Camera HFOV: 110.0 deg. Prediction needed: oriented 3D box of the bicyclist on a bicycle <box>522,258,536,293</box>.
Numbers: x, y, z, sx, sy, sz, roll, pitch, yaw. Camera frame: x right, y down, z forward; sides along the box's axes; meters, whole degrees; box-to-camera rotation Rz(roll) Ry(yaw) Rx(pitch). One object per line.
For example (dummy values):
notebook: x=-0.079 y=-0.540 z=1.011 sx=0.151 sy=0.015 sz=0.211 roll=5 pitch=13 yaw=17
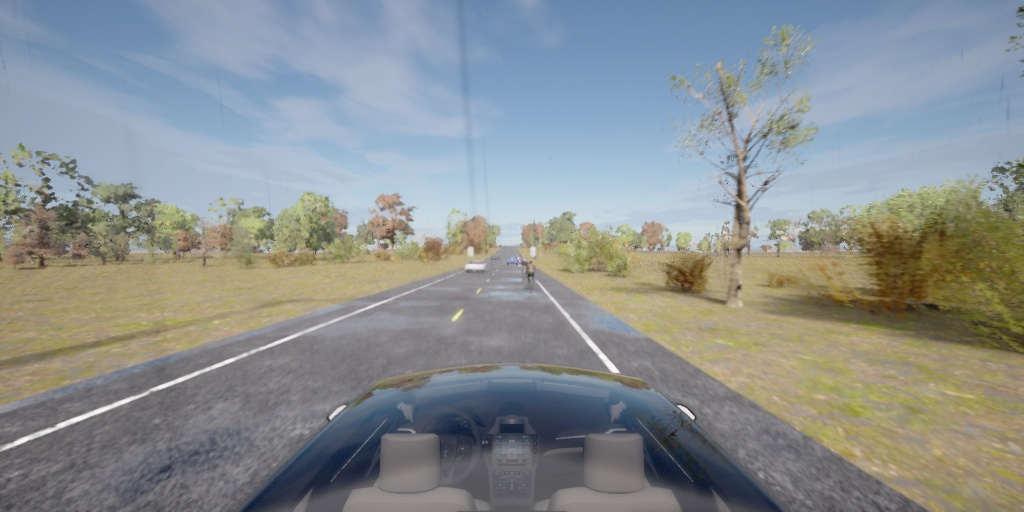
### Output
bicyclist on a bicycle: x=0.971 y=1.044 z=18.388 sx=0.582 sy=1.620 sz=1.656 roll=0 pitch=0 yaw=0

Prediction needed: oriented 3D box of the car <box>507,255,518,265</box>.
car: x=0.086 y=0.749 z=59.183 sx=2.033 sy=1.411 sz=5.357 roll=0 pitch=1 yaw=1

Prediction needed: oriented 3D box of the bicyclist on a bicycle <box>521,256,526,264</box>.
bicyclist on a bicycle: x=0.975 y=0.871 z=27.906 sx=0.659 sy=1.776 sz=1.843 roll=0 pitch=1 yaw=0

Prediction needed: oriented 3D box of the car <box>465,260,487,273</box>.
car: x=-3.563 y=1.024 z=35.946 sx=1.895 sy=1.301 sz=4.718 roll=0 pitch=1 yaw=0
